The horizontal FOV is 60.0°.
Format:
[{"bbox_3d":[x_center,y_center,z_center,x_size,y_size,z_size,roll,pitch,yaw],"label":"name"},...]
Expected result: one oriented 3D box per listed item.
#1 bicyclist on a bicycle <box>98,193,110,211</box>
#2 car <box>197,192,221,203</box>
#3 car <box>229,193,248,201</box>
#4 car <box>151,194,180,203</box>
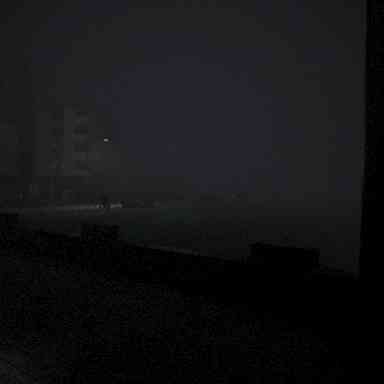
[{"bbox_3d":[-7.900,0.887,29.822,1.656,1.620,0.582,1,1,36],"label":"bicyclist on a bicycle"},{"bbox_3d":[2.706,0.808,51.955,2.097,1.767,4.553,1,1,36],"label":"car"},{"bbox_3d":[8.499,0.946,60.140,2.128,1.511,4.902,1,1,36],"label":"car"},{"bbox_3d":[-3.934,0.975,49.775,1.895,1.301,4.718,1,1,36],"label":"car"}]
